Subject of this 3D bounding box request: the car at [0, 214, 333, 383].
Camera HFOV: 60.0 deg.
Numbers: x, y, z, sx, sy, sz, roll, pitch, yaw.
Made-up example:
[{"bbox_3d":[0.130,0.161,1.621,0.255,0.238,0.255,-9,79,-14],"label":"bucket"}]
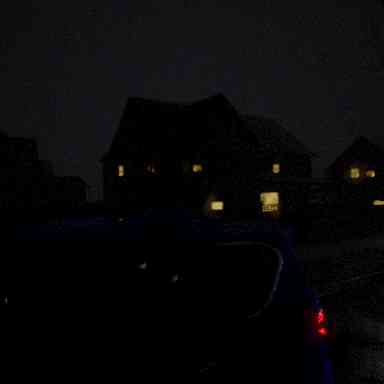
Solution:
[{"bbox_3d":[-1.417,1.225,2.067,5.566,2.045,2.150,1,-1,-36],"label":"car"}]
